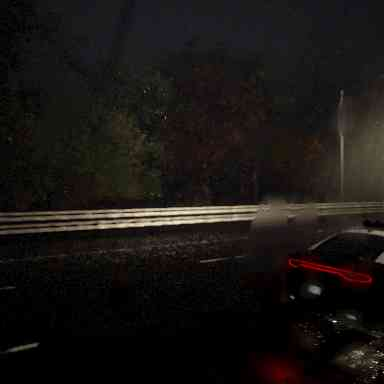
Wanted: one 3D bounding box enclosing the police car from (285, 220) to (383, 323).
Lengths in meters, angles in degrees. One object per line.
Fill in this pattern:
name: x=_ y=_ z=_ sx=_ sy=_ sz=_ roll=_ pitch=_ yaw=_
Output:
police car: x=4.229 y=1.426 z=6.926 sx=5.238 sy=1.638 sz=1.930 roll=0 pitch=0 yaw=-32
